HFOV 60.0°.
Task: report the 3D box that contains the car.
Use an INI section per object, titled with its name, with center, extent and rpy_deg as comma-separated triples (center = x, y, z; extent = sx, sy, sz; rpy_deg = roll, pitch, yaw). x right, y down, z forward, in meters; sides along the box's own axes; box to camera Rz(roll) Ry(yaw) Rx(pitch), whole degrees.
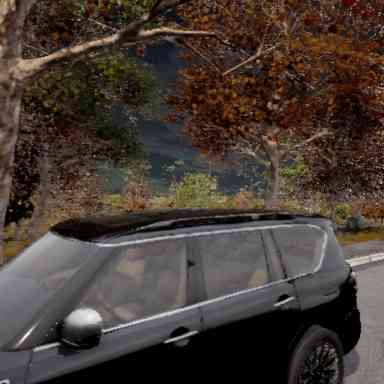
[car]
center = -0.589, 1.226, 3.259
extent = 5.566, 2.045, 2.150
rpy_deg = 0, 0, -35
